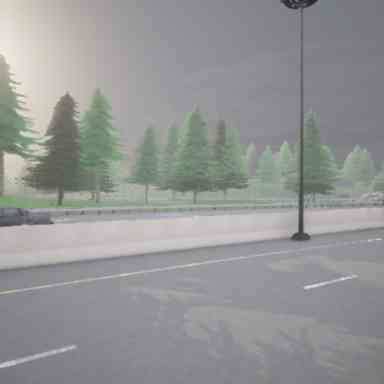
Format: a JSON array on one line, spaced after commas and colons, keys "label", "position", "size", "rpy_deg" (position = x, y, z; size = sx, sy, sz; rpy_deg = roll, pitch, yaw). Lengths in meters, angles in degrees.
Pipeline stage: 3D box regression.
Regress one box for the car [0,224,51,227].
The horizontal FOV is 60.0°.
[{"label": "car", "position": [-10.431, 1.509, 17.935], "size": [5.357, 1.411, 2.033], "rpy_deg": [0, 0, -34]}]
